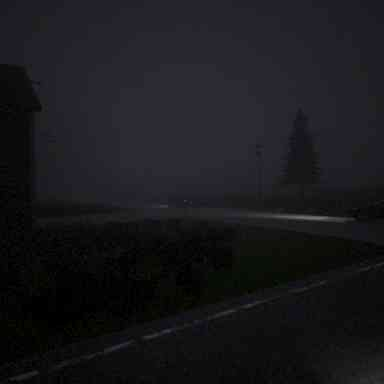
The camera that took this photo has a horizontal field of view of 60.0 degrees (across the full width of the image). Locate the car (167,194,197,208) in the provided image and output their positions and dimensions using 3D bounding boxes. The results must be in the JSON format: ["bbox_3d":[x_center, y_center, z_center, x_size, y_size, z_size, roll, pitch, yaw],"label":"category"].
[{"bbox_3d":[-1.124,0.978,37.104,1.812,1.442,4.674,-2,1,-29],"label":"car"}]

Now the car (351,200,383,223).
[{"bbox_3d":[11.315,0.967,18.174,2.128,1.511,4.902,-1,1,-40],"label":"car"}]
